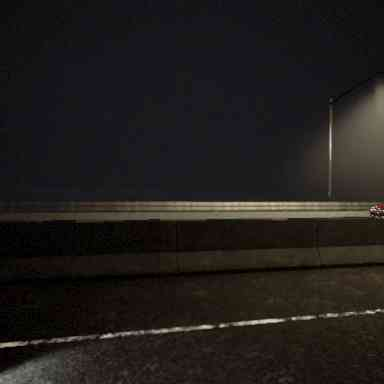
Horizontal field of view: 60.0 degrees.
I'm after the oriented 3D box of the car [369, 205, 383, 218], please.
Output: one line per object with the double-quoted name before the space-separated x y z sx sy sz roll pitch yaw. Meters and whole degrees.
"car" 16.102 1.326 25.612 4.553 1.767 2.097 0 0 -14
